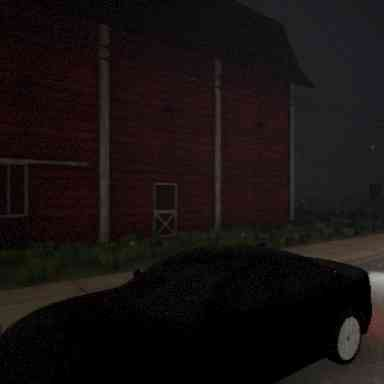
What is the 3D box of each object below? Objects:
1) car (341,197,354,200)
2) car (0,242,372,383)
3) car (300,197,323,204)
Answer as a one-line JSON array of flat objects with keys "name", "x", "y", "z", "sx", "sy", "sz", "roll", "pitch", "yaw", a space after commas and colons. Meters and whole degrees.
[{"name": "car", "x": 27.864, "y": 1.544, "z": 59.518, "sx": 3.905, "sy": 1.438, "sz": 1.784, "roll": 0, "pitch": 0, "yaw": -36}, {"name": "car", "x": 0.342, "y": 1.479, "z": 4.247, "sx": 5.008, "sy": 1.535, "sz": 1.882, "roll": 0, "pitch": 0, "yaw": -36}, {"name": "car", "x": 18.234, "y": 1.524, "z": 50.905, "sx": 4.193, "sy": 1.474, "sz": 1.816, "roll": 0, "pitch": 0, "yaw": -36}]
